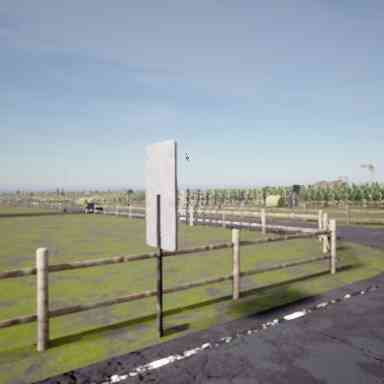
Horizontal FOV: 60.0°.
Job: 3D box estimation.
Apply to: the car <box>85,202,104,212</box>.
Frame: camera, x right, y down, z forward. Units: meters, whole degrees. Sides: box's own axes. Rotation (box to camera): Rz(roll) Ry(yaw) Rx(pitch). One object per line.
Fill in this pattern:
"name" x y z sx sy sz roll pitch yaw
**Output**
"car" -15.431 2.382 52.571 1.837 1.490 4.892 -1 -1 -35
